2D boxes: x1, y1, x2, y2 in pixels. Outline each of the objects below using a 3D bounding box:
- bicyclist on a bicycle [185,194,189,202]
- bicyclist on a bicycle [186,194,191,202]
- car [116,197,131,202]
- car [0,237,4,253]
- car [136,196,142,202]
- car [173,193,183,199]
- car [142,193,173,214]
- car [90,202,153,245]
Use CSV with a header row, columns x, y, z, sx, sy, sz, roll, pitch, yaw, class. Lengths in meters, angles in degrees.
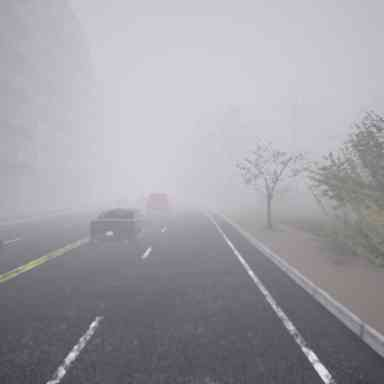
x,y,z,sx,sy,sz,roll,pitch,yaw,class
-1.092,1.223,71.924,0.582,1.620,1.656,0,0,-4,bicyclist on a bicycle
-0.467,1.173,62.860,0.659,1.776,1.843,0,0,-4,bicyclist on a bicycle
-10.602,1.409,51.646,1.994,1.385,4.181,0,0,-2,car
-6.603,1.576,7.817,1.895,1.301,4.718,0,0,0,car
-7.247,1.377,49.209,1.812,1.442,4.674,0,0,-2,car
-3.642,1.134,90.769,1.994,1.385,4.181,0,0,-6,car
-3.316,1.121,33.391,2.150,2.045,5.566,0,0,-1,car
-3.156,1.431,15.229,1.882,1.535,5.008,0,0,0,car
